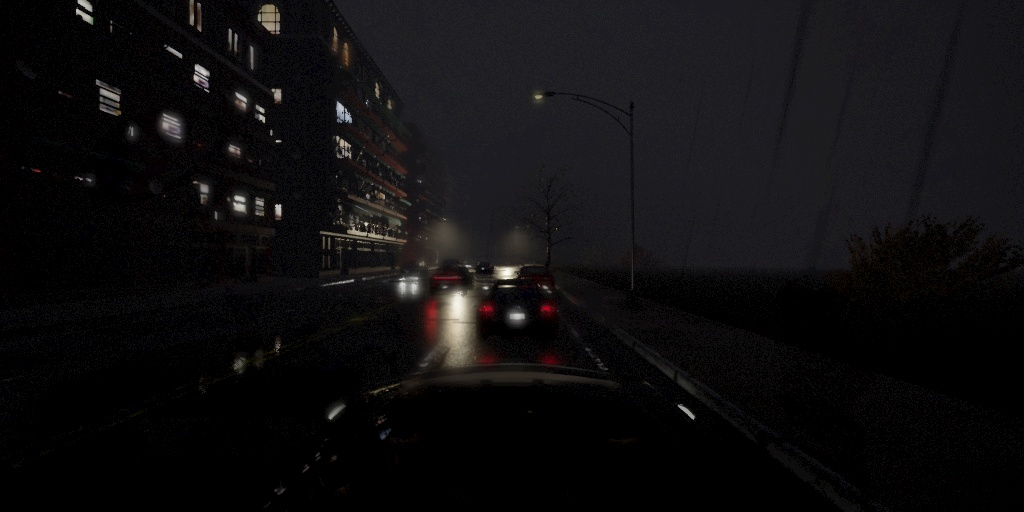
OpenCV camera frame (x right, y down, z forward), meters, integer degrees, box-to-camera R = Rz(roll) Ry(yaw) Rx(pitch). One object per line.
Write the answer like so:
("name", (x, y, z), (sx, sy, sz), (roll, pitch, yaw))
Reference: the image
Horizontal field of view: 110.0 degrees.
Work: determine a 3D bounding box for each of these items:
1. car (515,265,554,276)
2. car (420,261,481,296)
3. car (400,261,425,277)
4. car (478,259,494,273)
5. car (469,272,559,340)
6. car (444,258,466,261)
("car", (1.163, 1.230, 18.896), (1.882, 1.535, 5.008), (0, 0, 0))
("car", (-3.124, 1.245, 19.258), (2.128, 1.511, 4.902), (0, 0, 0))
("car", (-9.799, 1.243, 36.066), (2.128, 1.511, 4.902), (0, 0, 0))
("car", (-3.090, 1.315, 40.263), (1.994, 1.385, 4.181), (0, 0, 0))
("car", (0.114, 1.315, 9.976), (1.994, 1.385, 4.181), (0, 0, 0))
("car", (-6.545, 1.104, 38.095), (2.097, 1.767, 4.553), (0, 0, 0))
